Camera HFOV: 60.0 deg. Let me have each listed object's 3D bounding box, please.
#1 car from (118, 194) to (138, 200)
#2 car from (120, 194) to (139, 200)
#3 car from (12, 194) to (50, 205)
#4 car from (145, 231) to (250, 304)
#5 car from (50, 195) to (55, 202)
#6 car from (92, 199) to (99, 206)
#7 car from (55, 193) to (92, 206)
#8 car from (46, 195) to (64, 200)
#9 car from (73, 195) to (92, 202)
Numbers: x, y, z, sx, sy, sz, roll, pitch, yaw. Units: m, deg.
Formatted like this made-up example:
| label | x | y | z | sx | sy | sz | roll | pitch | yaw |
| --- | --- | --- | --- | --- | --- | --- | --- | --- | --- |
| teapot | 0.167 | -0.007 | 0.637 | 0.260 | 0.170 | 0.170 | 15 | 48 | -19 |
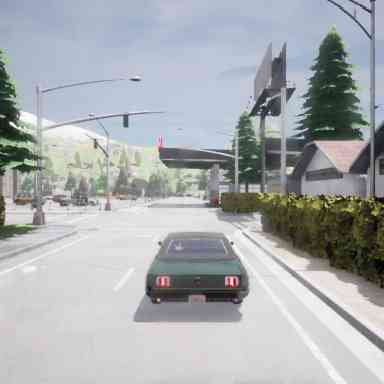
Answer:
| label | x | y | z | sx | sy | sz | roll | pitch | yaw |
| --- | --- | --- | --- | --- | --- | --- | --- | --- | --- |
| car | -16.394 | 1.330 | 84.859 | 5.027 | 1.636 | 2.152 | 0 | 0 | 0 |
| car | -16.463 | 1.339 | 87.995 | 4.514 | 1.523 | 2.007 | 0 | 0 | 0 |
| car | -24.637 | 1.097 | 50.518 | 4.605 | 1.855 | 1.932 | 0 | 0 | 0 |
| car | 0.099 | 1.601 | 8.088 | 1.895 | 1.301 | 4.718 | 0 | 0 | 0 |
| car | -23.992 | 1.298 | 62.979 | 4.514 | 1.523 | 2.007 | 0 | 0 | 0 |
| car | -16.158 | 1.361 | 50.602 | 3.806 | 1.475 | 1.970 | 0 | 0 | 0 |
| car | -16.751 | 1.077 | 47.274 | 3.866 | 1.878 | 1.905 | 0 | 0 | 0 |
| car | -35.060 | 1.384 | 84.905 | 3.806 | 1.475 | 1.970 | 0 | 0 | 0 |
| car | -24.004 | 1.319 | 72.971 | 3.633 | 1.501 | 1.845 | 0 | 0 | 0 |
